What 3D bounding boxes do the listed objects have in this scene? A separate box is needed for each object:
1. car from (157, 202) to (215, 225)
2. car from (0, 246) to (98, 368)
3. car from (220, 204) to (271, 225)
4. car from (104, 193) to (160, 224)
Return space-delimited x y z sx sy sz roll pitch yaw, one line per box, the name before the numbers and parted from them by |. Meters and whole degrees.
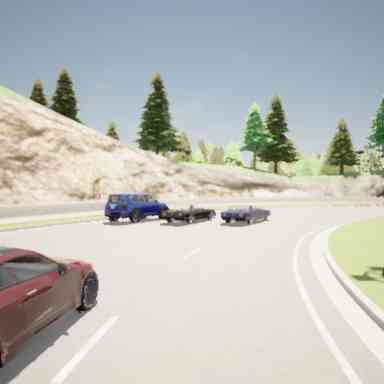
car | -0.114 1.500 23.558 1.895 1.301 4.718 0 0 31
car | -2.948 1.499 4.750 1.812 1.442 4.674 0 0 6
car | 3.887 1.509 23.367 1.895 1.301 4.718 0 0 33
car | -3.932 1.109 24.359 2.150 2.045 5.566 0 0 29
